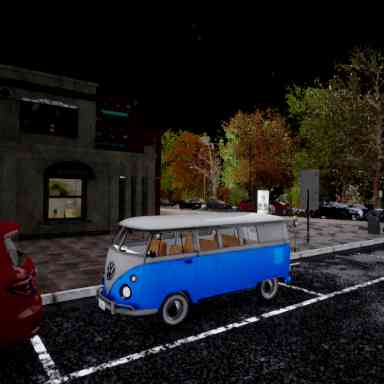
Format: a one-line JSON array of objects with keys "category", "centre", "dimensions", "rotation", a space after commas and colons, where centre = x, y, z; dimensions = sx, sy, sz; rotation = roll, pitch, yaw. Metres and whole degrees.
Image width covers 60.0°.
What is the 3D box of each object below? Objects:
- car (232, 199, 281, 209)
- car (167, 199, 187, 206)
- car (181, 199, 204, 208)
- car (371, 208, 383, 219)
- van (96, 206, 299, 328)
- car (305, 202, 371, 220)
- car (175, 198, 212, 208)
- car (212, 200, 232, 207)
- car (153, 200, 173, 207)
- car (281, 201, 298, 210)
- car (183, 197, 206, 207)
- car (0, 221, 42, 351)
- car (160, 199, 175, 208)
[{"category": "car", "centre": [6.849, 1.538, 35.928], "dimensions": [2.097, 1.767, 4.553], "rotation": [1, -1, -34]}, {"category": "car", "centre": [-3.075, 2.171, 68.129], "dimensions": [1.812, 1.442, 4.674], "rotation": [1, -1, -34]}, {"category": "car", "centre": [0.008, 2.024, 57.833], "dimensions": [1.812, 1.442, 4.674], "rotation": [1, -1, -34]}, {"category": "car", "centre": [14.832, 1.733, 29.929], "dimensions": [1.895, 1.301, 4.718], "rotation": [1, -1, -34]}, {"category": "van", "centre": [0.225, 1.342, 6.716], "dimensions": [3.998, 1.788, 1.690], "rotation": [0, 1, -35]}, {"category": "car", "centre": [11.993, 1.583, 28.305], "dimensions": [2.128, 1.511, 4.902], "rotation": [1, -1, -34]}, {"category": "car", "centre": [0.124, 1.801, 45.871], "dimensions": [2.128, 1.511, 4.902], "rotation": [1, -1, -34]}, {"category": "car", "centre": [3.491, 1.886, 46.681], "dimensions": [2.033, 1.411, 5.357], "rotation": [1, -1, -34]}, {"category": "car", "centre": [-5.782, 2.204, 66.330], "dimensions": [1.895, 1.301, 4.718], "rotation": [1, -1, -34]}, {"category": "car", "centre": [9.750, 1.751, 37.434], "dimensions": [1.812, 1.442, 4.674], "rotation": [1, -1, -34]}, {"category": "car", "centre": [0.443, 1.935, 63.013], "dimensions": [2.097, 1.767, 4.553], "rotation": [1, -1, -34]}, {"category": "car", "centre": [-4.282, 1.315, 3.491], "dimensions": [5.009, 1.841, 2.192], "rotation": [0, 1, -35]}, {"category": "car", "centre": [-5.185, 2.100, 59.655], "dimensions": [2.033, 1.411, 5.357], "rotation": [1, -1, -34]}]
